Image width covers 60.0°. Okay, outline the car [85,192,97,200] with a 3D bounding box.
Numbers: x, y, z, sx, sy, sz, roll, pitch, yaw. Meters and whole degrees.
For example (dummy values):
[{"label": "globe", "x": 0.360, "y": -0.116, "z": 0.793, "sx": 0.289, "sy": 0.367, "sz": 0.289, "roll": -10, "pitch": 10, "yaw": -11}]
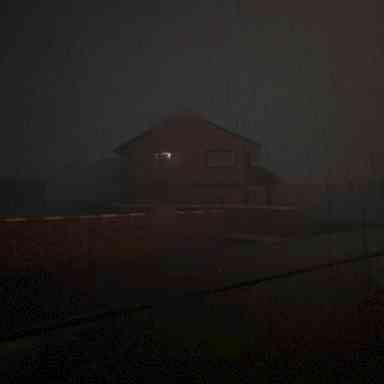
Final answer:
[{"label": "car", "x": -11.755, "y": 0.958, "z": 40.459, "sx": 1.905, "sy": 1.878, "sz": 3.866, "roll": 0, "pitch": 0, "yaw": -35}]
